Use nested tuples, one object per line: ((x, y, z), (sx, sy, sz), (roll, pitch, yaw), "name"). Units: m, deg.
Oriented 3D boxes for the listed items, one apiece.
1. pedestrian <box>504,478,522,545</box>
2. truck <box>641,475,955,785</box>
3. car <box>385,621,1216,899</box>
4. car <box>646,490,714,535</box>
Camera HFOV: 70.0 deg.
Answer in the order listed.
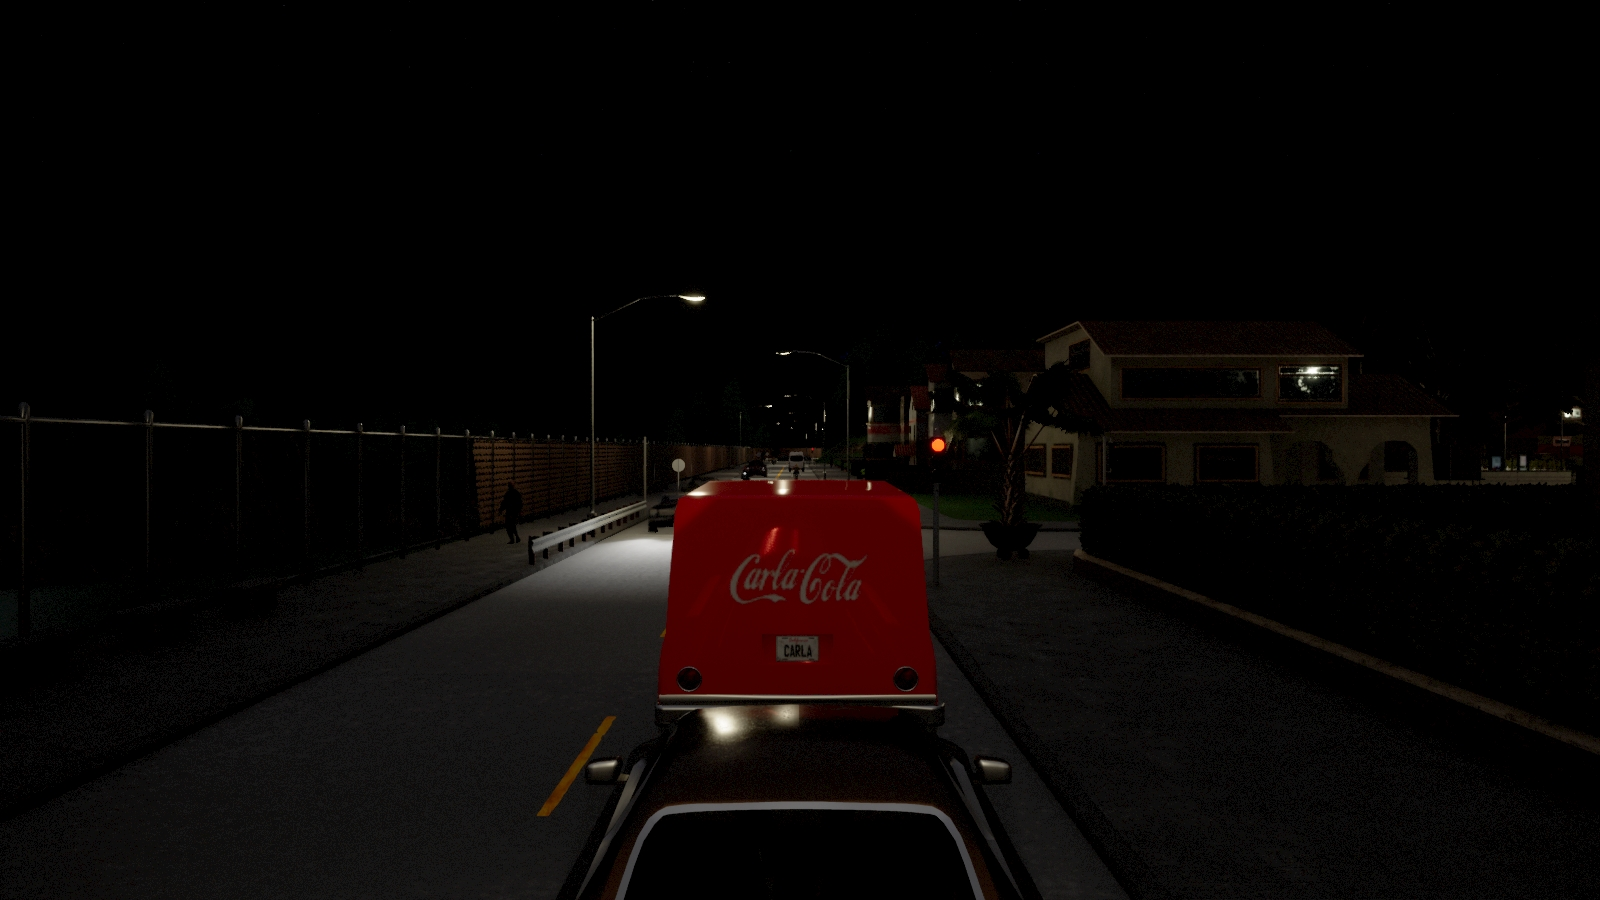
((-8.120, 1.733, 32.336), (0.375, 1.860, 0.375), (0, 0, 12), "pedestrian")
((-0.025, 1.564, 12.158), (2.627, 2.467, 5.204), (0, 0, 0), "truck")
((-0.006, 1.989, 5.238), (2.152, 1.651, 5.027), (0, 0, 0), "car")
((-4.112, 2.141, 39.838), (1.895, 1.301, 4.718), (0, 0, 0), "car")
